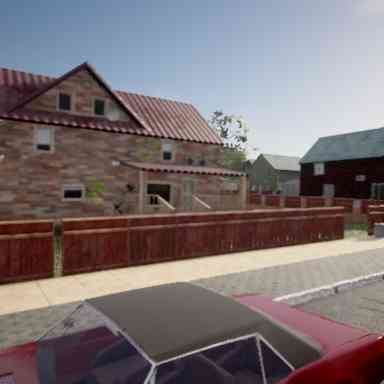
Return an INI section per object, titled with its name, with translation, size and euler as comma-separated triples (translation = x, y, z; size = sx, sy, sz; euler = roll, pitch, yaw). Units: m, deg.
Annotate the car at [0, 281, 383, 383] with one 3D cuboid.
[car]
translation = -0.506, 1.590, 2.636
size = 4.718, 1.301, 1.895
euler = 0, 0, -35
